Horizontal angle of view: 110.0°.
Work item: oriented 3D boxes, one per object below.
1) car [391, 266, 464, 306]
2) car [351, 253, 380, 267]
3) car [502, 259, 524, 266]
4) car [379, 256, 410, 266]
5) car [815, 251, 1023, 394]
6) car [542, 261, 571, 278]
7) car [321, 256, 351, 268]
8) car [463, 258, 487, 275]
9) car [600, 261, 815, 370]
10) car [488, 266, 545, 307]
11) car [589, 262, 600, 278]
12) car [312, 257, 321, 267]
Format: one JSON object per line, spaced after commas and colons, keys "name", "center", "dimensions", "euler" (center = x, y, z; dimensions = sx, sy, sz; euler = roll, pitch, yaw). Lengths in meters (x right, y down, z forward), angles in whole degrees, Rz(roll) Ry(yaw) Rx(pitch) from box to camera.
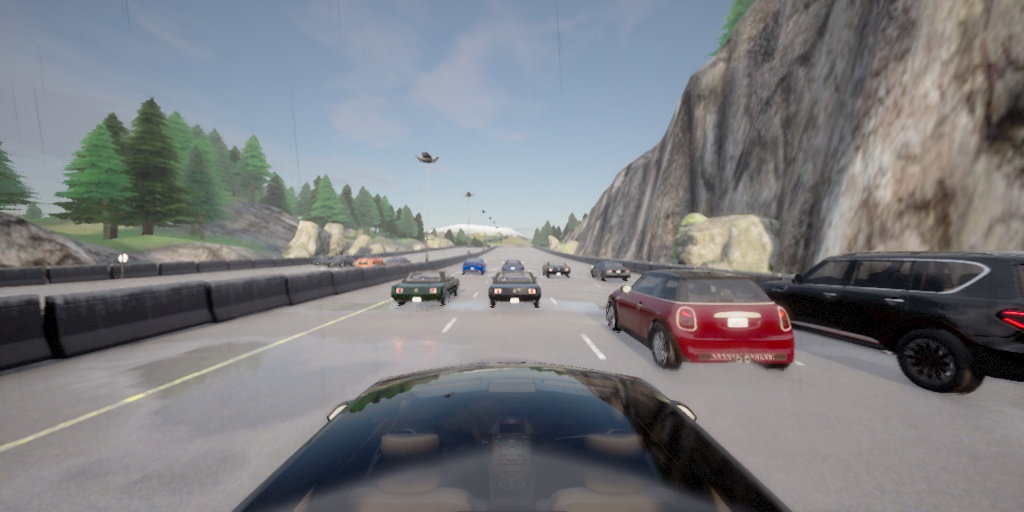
{"name": "car", "center": [-3.401, 1.249, 15.038], "dimensions": [1.895, 1.301, 4.718], "euler": [0, 1, 0]}
{"name": "car", "center": [-17.590, 0.551, 44.431], "dimensions": [2.097, 1.767, 4.553], "euler": [0, 1, 0]}
{"name": "car", "center": [0.097, 0.990, 32.097], "dimensions": [1.994, 1.385, 4.181], "euler": [0, 1, 0]}
{"name": "car", "center": [-14.097, 0.750, 44.282], "dimensions": [2.033, 1.411, 5.357], "euler": [0, 1, 0]}
{"name": "car", "center": [7.099, 0.939, 6.734], "dimensions": [2.150, 2.045, 5.566], "euler": [0, 0, 0]}
{"name": "car", "center": [3.597, 1.061, 29.905], "dimensions": [1.895, 1.301, 4.718], "euler": [0, 1, 0]}
{"name": "car", "center": [-21.091, 0.706, 44.327], "dimensions": [1.837, 1.490, 4.892], "euler": [0, 1, 0]}
{"name": "car", "center": [-3.403, 0.885, 33.265], "dimensions": [1.882, 1.535, 5.008], "euler": [0, 1, 0]}
{"name": "car", "center": [3.595, 1.063, 7.829], "dimensions": [2.097, 1.767, 4.553], "euler": [0, 0, 0]}
{"name": "car", "center": [0.099, 1.252, 14.783], "dimensions": [1.895, 1.301, 4.718], "euler": [0, 1, 0]}
{"name": "car", "center": [7.098, 1.060, 26.407], "dimensions": [2.033, 1.411, 5.357], "euler": [0, 1, 0]}
{"name": "car", "center": [-24.583, 0.700, 47.415], "dimensions": [1.994, 1.385, 4.181], "euler": [0, 1, 0]}
